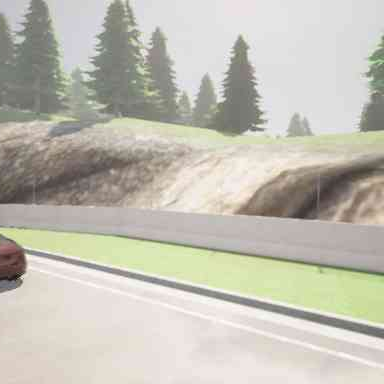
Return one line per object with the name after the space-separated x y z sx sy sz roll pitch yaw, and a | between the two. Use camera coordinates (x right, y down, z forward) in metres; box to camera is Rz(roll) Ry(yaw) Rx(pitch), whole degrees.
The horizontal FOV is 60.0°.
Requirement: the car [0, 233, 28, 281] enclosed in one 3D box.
-5.800 1.335 7.794 4.181 1.385 1.994 2 1 32 | car
